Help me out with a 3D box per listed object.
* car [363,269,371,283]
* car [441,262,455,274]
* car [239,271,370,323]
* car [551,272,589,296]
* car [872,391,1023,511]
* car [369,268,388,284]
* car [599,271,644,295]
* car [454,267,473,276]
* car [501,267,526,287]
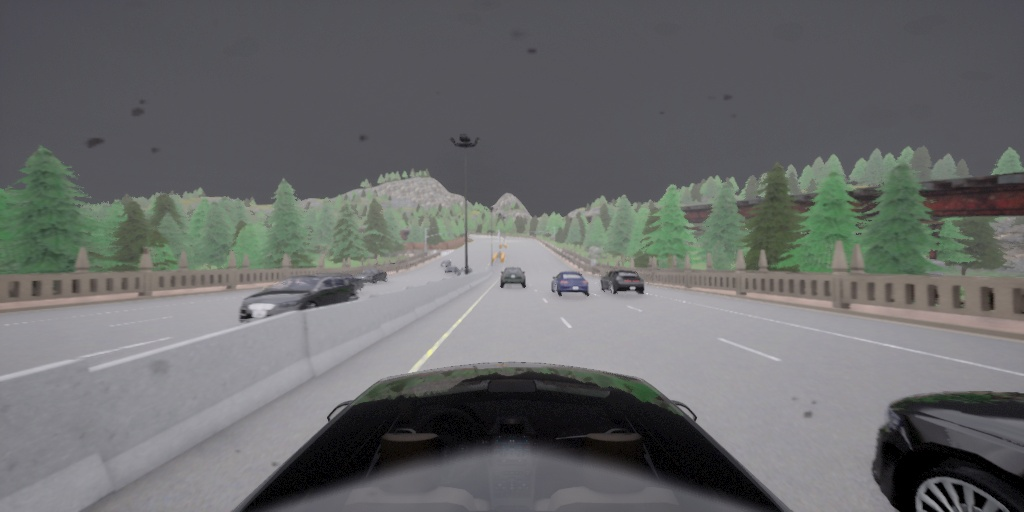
[{"bbox_3d":[-10.604,1.697,21.258,2.033,1.411,5.357,0,-1,0],"label":"car"},{"bbox_3d":[-10.544,2.364,62.907,1.994,1.385,4.181,0,2,1],"label":"car"},{"bbox_3d":[-7.102,1.425,12.543,2.128,1.511,4.902,0,-1,0],"label":"car"},{"bbox_3d":[3.593,1.707,22.576,1.812,1.442,4.674,0,-1,0],"label":"car"},{"bbox_3d":[3.600,1.242,0.619,2.128,1.511,4.902,0,0,0],"label":"car"},{"bbox_3d":[-14.096,2.008,36.128,2.128,1.511,4.902,0,-1,0],"label":"car"},{"bbox_3d":[7.093,1.709,23.498,1.837,1.490,4.892,0,-2,0],"label":"car"},{"bbox_3d":[-7.066,2.400,55.190,2.128,1.511,4.902,0,0,0],"label":"car"},{"bbox_3d":[0.091,1.760,31.738,2.097,1.767,4.553,0,-1,0],"label":"car"}]
